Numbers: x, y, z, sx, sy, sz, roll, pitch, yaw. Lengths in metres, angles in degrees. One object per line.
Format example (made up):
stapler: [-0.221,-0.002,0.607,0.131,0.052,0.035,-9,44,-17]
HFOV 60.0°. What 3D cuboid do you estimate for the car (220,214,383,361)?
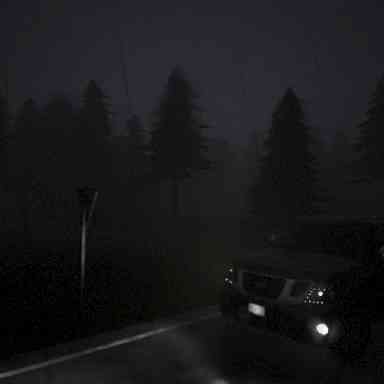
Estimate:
car: [3.054,1.487,6.755,5.566,2.045,2.150,3,-3,-41]
